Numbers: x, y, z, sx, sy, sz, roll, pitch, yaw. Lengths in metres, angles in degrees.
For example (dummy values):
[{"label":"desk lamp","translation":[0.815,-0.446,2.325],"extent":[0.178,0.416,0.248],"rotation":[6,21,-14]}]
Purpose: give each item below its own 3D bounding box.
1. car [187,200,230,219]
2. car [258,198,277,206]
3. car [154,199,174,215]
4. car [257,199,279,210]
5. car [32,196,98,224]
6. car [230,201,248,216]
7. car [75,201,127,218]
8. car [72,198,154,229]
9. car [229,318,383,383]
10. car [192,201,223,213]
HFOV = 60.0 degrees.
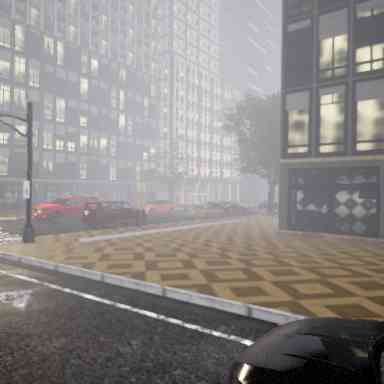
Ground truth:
[{"label":"car","translation":[1.435,1.837,32.505],"extent":[1.752,1.417,4.829],"rotation":[1,0,36]},{"label":"car","translation":[14.604,1.988,64.410],"extent":[1.752,1.417,4.829],"rotation":[1,0,36]},{"label":"car","translation":[-3.949,1.560,34.942],"extent":[2.097,1.767,4.553],"rotation":[1,0,37]},{"label":"car","translation":[11.798,1.998,50.873],"extent":[2.033,1.411,5.357],"rotation":[1,0,37]},{"label":"car","translation":[-9.964,1.340,26.819],"extent":[2.150,2.045,5.566],"rotation":[1,0,37]},{"label":"car","translation":[4.687,1.942,36.904],"extent":[1.802,1.307,4.206],"rotation":[1,0,36]},{"label":"car","translation":[-8.860,1.650,32.677],"extent":[1.752,1.417,4.829],"rotation":[1,0,36]},{"label":"car","translation":[-5.370,1.526,23.299],"extent":[2.192,1.841,5.009],"rotation":[1,0,36]},{"label":"car","translation":[2.512,1.504,1.892],"extent":[4.892,1.490,1.837],"rotation":[0,0,36]},{"label":"car","translation":[2.044,1.860,43.018],"extent":[1.994,1.385,4.181],"rotation":[1,0,38]}]
